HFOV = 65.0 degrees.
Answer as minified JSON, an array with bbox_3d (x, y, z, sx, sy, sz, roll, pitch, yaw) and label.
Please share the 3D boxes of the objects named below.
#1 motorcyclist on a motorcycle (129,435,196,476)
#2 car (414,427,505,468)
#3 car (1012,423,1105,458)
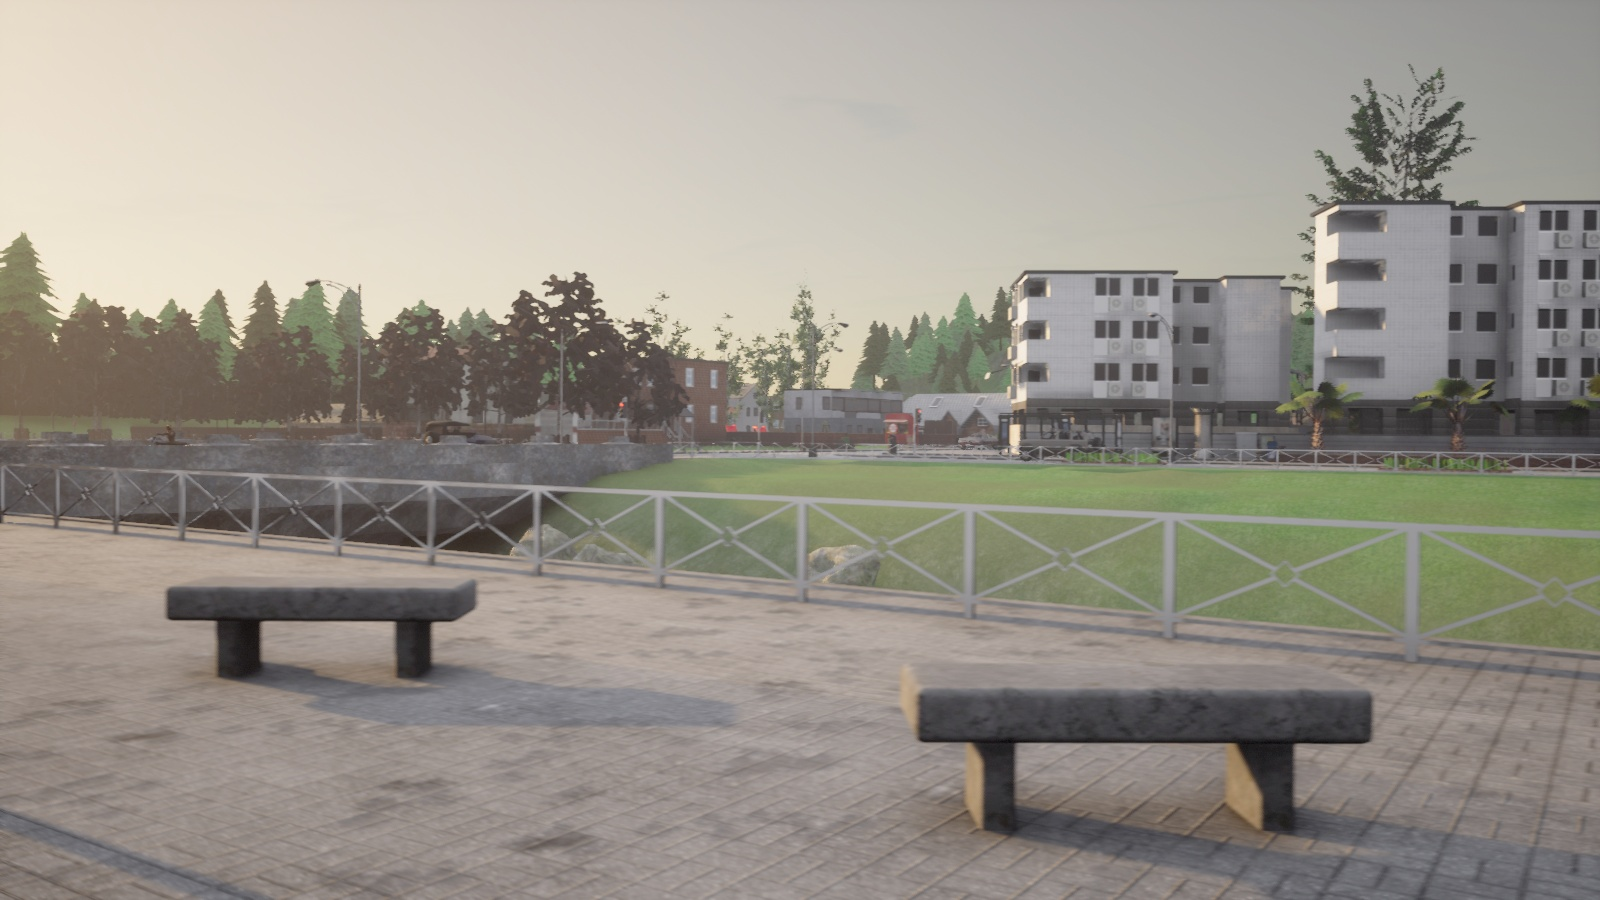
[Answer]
[{"bbox_3d":[-26.402,0.211,52.054,0.766,1.649,2.350,0,1,34],"label":"motorcyclist on a motorcycle"},{"bbox_3d":[-16.263,-0.145,60.094,1.905,1.878,3.866,0,1,33],"label":"car"},{"bbox_3d":[14.155,-0.520,68.903,4.605,1.855,1.932,0,1,34],"label":"car"}]
